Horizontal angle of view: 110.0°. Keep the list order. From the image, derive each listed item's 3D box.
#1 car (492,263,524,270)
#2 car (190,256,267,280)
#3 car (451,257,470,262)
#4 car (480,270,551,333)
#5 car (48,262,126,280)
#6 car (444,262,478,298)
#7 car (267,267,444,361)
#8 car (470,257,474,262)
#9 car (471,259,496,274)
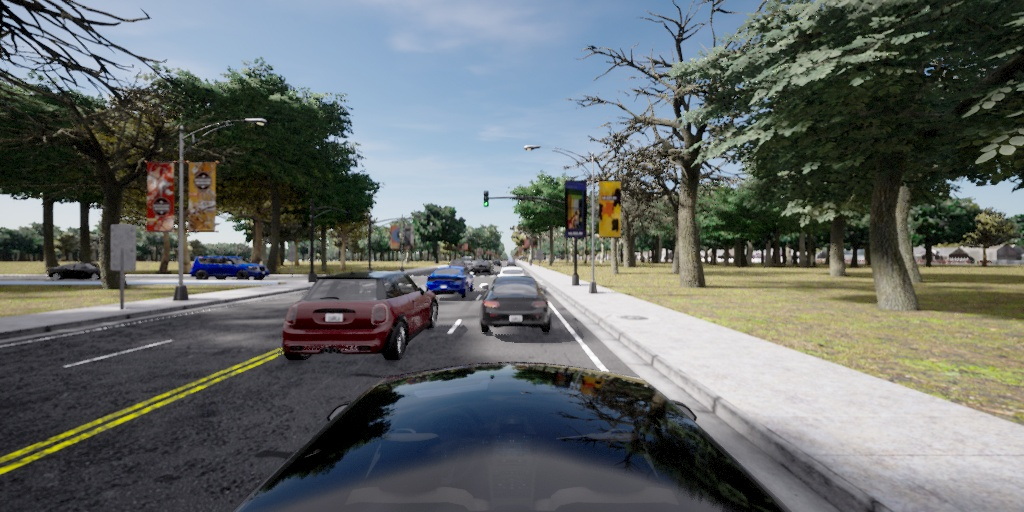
[{"bbox_3d":[0.035,1.342,20.614,1.812,1.442,4.674,0,0,0],"label":"car"},{"bbox_3d":[-23.425,1.048,29.828,5.566,2.045,2.150,0,0,0],"label":"car"},{"bbox_3d":[-6.677,1.256,43.468,2.097,1.767,4.553,0,0,0],"label":"car"},{"bbox_3d":[0.084,1.307,10.746,1.812,1.442,4.674,0,0,0],"label":"car"},{"bbox_3d":[-35.223,1.291,29.820,5.008,1.535,1.882,0,0,0],"label":"car"},{"bbox_3d":[-3.179,1.289,19.195,1.882,1.535,5.008,0,0,0],"label":"car"},{"bbox_3d":[-3.163,1.125,8.482,2.097,1.767,4.553,0,0,0],"label":"car"},{"bbox_3d":[-6.693,1.164,53.025,2.150,2.045,5.566,0,0,0],"label":"car"},{"bbox_3d":[-3.261,1.402,41.849,1.837,1.490,4.892,1,0,2],"label":"car"}]
